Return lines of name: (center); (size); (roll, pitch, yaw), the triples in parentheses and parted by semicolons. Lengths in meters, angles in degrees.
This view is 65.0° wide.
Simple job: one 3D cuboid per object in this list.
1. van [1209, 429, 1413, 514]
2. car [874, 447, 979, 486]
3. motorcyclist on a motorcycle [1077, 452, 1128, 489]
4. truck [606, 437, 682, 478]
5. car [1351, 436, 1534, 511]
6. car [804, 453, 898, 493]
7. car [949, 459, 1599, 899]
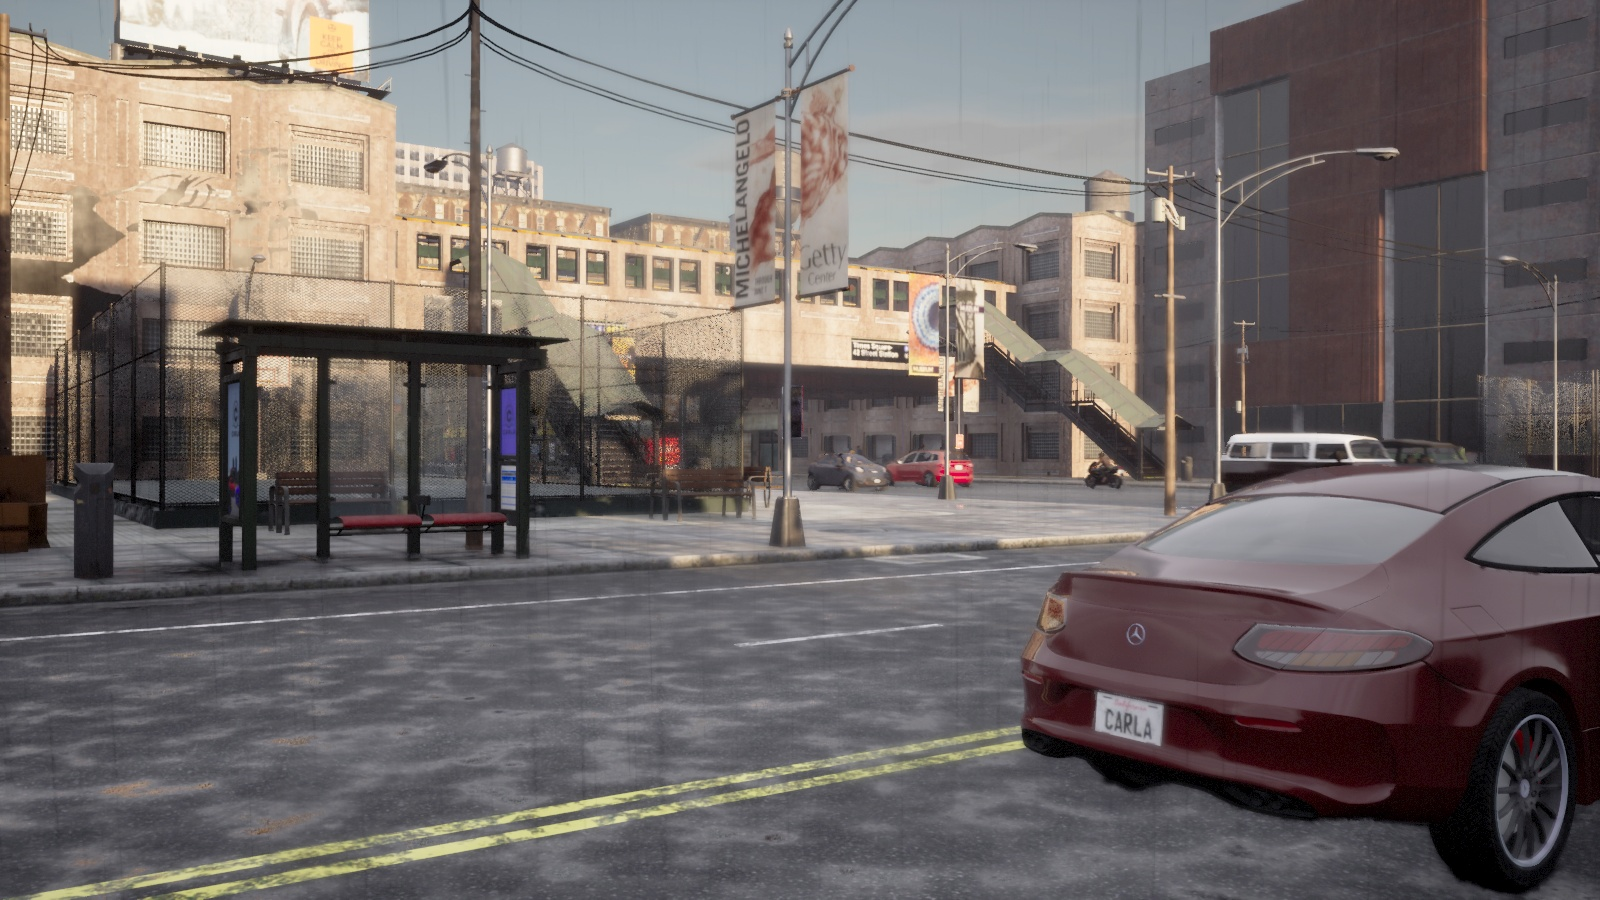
van: (13.151, 0.520, 32.572); (2.069, 2.038, 4.480); (0, 0, -34)
car: (5.583, 0.714, 56.020); (2.242, 1.667, 4.611); (0, 0, -34)
motorcyclist on a motorcycle: (12.534, 0.828, 52.062); (0.797, 1.523, 2.044); (0, 0, -34)
truck: (-9.834, 0.472, 78.768); (2.627, 2.467, 5.204); (0, 0, -34)
car: (16.926, 0.586, 33.253); (1.905, 1.878, 3.866); (0, 0, -34)
car: (1.949, 0.874, 48.938); (1.845, 1.501, 3.633); (0, 0, -34)
car: (3.046, 0.778, 5.767); (4.674, 1.442, 1.812); (0, 0, -35)
